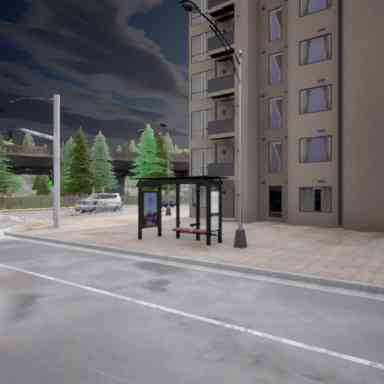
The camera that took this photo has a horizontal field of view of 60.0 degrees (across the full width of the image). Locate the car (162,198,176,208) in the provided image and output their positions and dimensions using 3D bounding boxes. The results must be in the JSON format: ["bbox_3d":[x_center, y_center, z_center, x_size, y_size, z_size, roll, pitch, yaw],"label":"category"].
[{"bbox_3d":[-4.179,1.490,46.430,2.033,1.411,5.357,0,0,44],"label":"car"}]

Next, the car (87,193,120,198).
[{"bbox_3d":[-10.685,1.164,38.467,2.150,2.045,5.566,0,0,37],"label":"car"}]

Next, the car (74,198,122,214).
[{"bbox_3d":[-9.476,1.544,33.950,1.895,1.301,4.718,0,0,36],"label":"car"}]
